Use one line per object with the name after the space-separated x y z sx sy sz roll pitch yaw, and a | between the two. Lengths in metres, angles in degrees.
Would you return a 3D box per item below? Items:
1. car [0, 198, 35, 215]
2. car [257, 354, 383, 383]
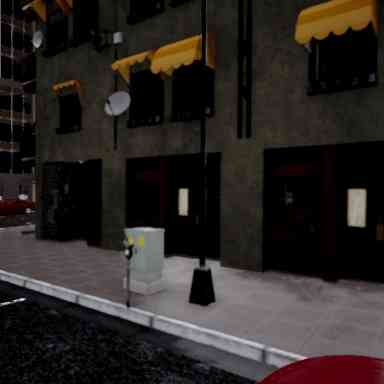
-15.582 1.262 28.195 1.887 1.381 4.507 2 2 35 | car
2.260 1.545 1.253 4.507 1.381 1.887 0 1 36 | car
